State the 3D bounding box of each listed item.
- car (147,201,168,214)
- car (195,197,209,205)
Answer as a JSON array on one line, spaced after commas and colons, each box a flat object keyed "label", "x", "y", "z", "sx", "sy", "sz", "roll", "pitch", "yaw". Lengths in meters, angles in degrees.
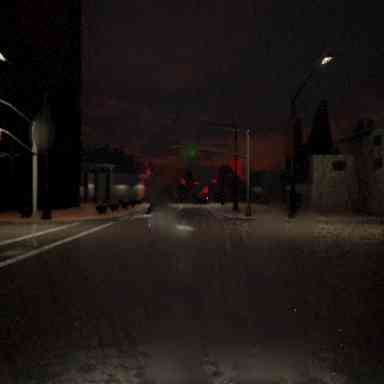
[{"label": "car", "x": -3.603, "y": 1.652, "z": 35.809, "sx": 1.994, "sy": 1.385, "sz": 4.181, "roll": 0, "pitch": 0, "yaw": 0}, {"label": "car", "x": 1.952, "y": 1.730, "z": 64.971, "sx": 1.994, "sy": 1.385, "sz": 4.181, "roll": 0, "pitch": 0, "yaw": 16}]
